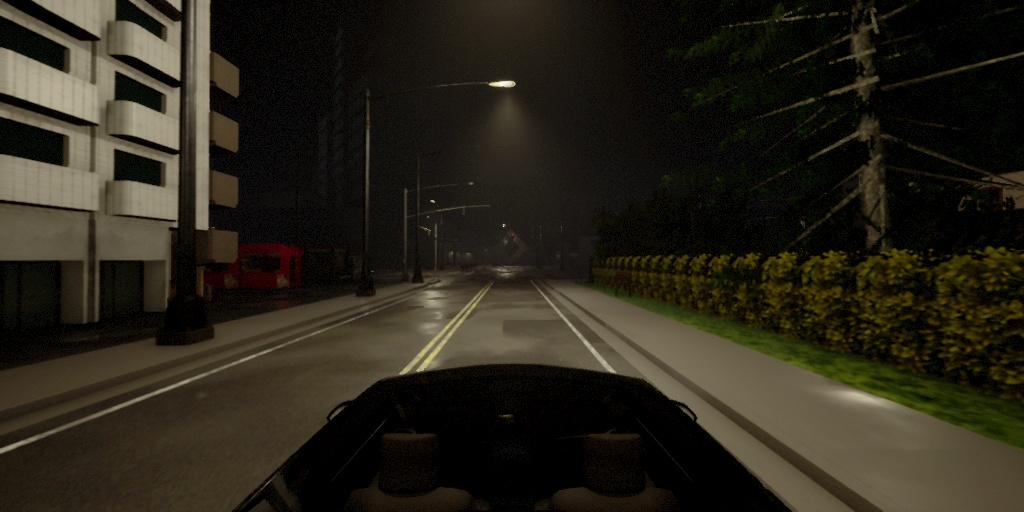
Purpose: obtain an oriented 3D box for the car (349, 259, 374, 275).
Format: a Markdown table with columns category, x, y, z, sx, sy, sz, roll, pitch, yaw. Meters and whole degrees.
| category | x | y | z | sx | sy | sz | roll | pitch | yaw |
| --- | --- | --- | --- | --- | --- | --- | --- | --- | --- |
| car | -18.331 | 1.296 | 39.936 | 5.566 | 2.045 | 2.150 | -1 | -1 | 0 |
